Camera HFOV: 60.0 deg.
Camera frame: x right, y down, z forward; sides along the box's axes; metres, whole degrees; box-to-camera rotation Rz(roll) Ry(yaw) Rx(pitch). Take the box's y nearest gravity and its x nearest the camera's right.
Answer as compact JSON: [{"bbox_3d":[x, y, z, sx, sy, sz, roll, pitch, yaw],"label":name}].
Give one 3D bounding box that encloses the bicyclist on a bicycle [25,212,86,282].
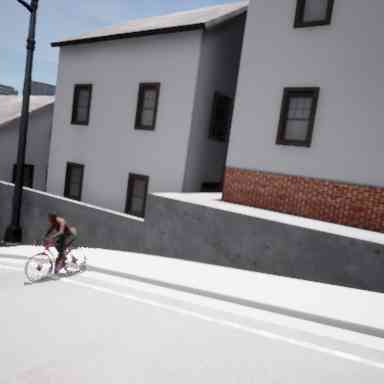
[{"bbox_3d":[-3.290,1.300,8.169,0.582,1.620,1.656,1,0,35],"label":"bicyclist on a bicycle"}]
